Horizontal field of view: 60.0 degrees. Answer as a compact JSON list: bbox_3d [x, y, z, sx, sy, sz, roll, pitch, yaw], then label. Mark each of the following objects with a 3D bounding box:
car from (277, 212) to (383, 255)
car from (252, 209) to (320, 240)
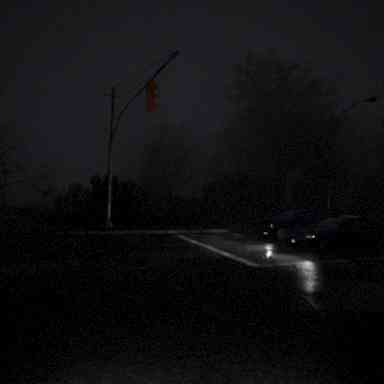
[{"bbox_3d":[6.246,1.722,13.939,4.674,1.442,1.812,1,0,-18],"label":"car"},{"bbox_3d":[5.543,1.635,17.405,5.008,1.535,1.882,1,0,-19],"label":"car"}]
